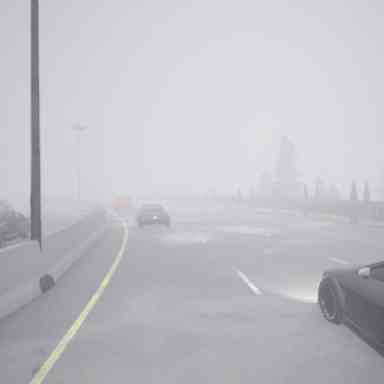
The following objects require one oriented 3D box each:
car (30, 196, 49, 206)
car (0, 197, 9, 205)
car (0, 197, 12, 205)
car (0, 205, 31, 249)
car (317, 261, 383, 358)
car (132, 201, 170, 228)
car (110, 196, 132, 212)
[{"bbox_3d":[-24.156,1.339,52.591,2.097,1.767,4.553,0,0,-35],"label":"car"},{"bbox_3d":[-35.075,1.608,60.559,1.994,1.385,4.181,-1,0,-44],"label":"car"},{"bbox_3d":[-14.219,1.318,23.889,2.097,1.767,4.553,0,0,-17],"label":"car"},{"bbox_3d":[-8.389,1.516,14.281,2.033,1.411,5.357,0,0,-9],"label":"car"},{"bbox_3d":[3.346,1.537,4.434,1.994,1.385,4.181,0,0,-3],"label":"car"},{"bbox_3d":[-2.674,1.491,21.913,1.994,1.385,4.181,0,0,-13],"label":"car"},{"bbox_3d":[-8.122,1.261,38.458,2.097,1.767,4.553,0,0,-22],"label":"car"}]
